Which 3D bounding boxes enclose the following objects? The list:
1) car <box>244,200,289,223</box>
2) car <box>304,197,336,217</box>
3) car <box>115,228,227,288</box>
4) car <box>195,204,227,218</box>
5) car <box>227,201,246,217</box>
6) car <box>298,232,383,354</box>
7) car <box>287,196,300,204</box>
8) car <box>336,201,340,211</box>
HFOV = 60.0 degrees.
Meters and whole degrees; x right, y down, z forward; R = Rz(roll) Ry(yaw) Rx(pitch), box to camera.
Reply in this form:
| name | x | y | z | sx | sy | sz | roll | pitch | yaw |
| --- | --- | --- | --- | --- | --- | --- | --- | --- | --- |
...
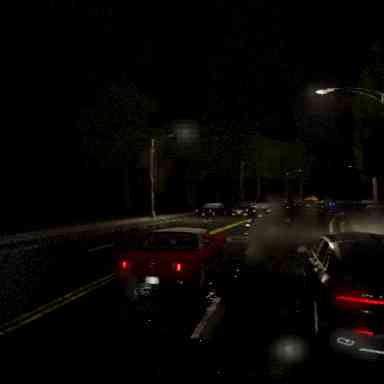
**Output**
| name | x | y | z | sx | sy | sz | roll | pitch | yaw |
| --- | --- | --- | --- | --- | --- | --- | --- | --- | --- |
| car | 5.998 | 1.591 | 26.347 | 2.128 | 1.511 | 4.902 | -2 | -1 | 24 |
| car | 12.054 | 1.495 | 31.562 | 2.128 | 1.511 | 4.902 | -2 | -1 | 28 |
| car | -0.260 | 1.691 | 9.584 | 1.895 | 1.301 | 4.718 | -1 | -1 | 16 |
| car | 2.060 | 1.857 | 33.756 | 1.895 | 1.301 | 4.718 | -2 | -1 | 26 |
| car | 5.471 | 1.679 | 33.304 | 1.837 | 1.490 | 4.892 | -2 | -1 | 27 |
| car | 3.133 | 1.513 | 6.210 | 1.837 | 1.490 | 4.892 | -1 | 0 | 15 |
| car | 21.168 | 1.676 | 69.417 | 1.837 | 1.490 | 4.892 | -2 | -1 | 28 |
| car | 16.802 | 1.549 | 40.661 | 1.994 | 1.385 | 4.181 | -2 | -1 | 28 |
